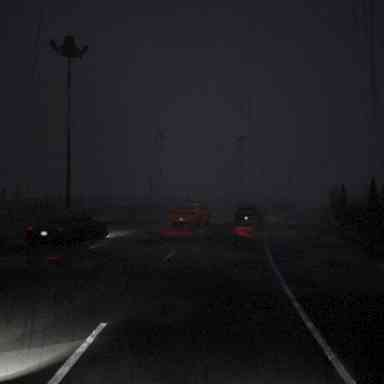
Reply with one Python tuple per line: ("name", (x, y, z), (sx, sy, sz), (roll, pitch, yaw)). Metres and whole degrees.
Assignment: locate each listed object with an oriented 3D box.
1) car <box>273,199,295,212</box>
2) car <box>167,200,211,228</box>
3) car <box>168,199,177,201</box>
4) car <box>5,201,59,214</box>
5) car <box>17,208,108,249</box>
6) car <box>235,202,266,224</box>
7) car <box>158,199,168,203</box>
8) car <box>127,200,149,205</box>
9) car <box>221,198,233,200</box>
("car", (11.217, 1.585, 40.534), (1.812, 1.442, 4.674), (0, 0, 29))
("car", (0.000, 1.502, 22.684), (1.882, 1.535, 5.008), (0, 0, 15))
("car", (-0.357, 1.571, 32.505), (1.812, 1.442, 4.674), (0, 0, 21))
("car", (-13.234, 1.522, 27.787), (2.128, 1.511, 4.902), (0, 0, 17))
("car", (-5.358, 1.569, 14.784), (1.994, 1.385, 4.181), (0, 0, 10))
("car", (4.471, 1.535, 25.323), (1.837, 1.490, 4.892), (0, 0, 17))
("car", (-3.814, 1.760, 56.579), (1.895, 1.301, 4.718), (0, 0, 33))
("car", (-6.038, 1.627, 37.536), (1.994, 1.385, 4.181), (0, 0, 24))
("car", (6.647, 1.783, 64.840), (1.994, 1.385, 4.181), (0, -1, 40))
